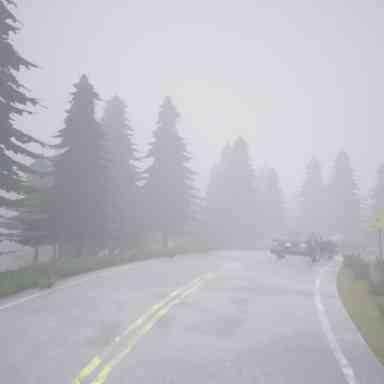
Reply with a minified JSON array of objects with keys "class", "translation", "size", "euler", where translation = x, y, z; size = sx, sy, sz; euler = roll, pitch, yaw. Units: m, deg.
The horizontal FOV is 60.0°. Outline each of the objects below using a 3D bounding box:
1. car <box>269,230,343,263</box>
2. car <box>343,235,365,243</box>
[{"class":"car","translation":[5.515,2.542,16.072],"size":[2.033,1.411,5.357],"euler":[-2,-7,35]},{"class":"car","translation":[11.758,4.142,26.508],"size":[5.008,1.535,1.882],"euler":[9,-9,-32]}]
